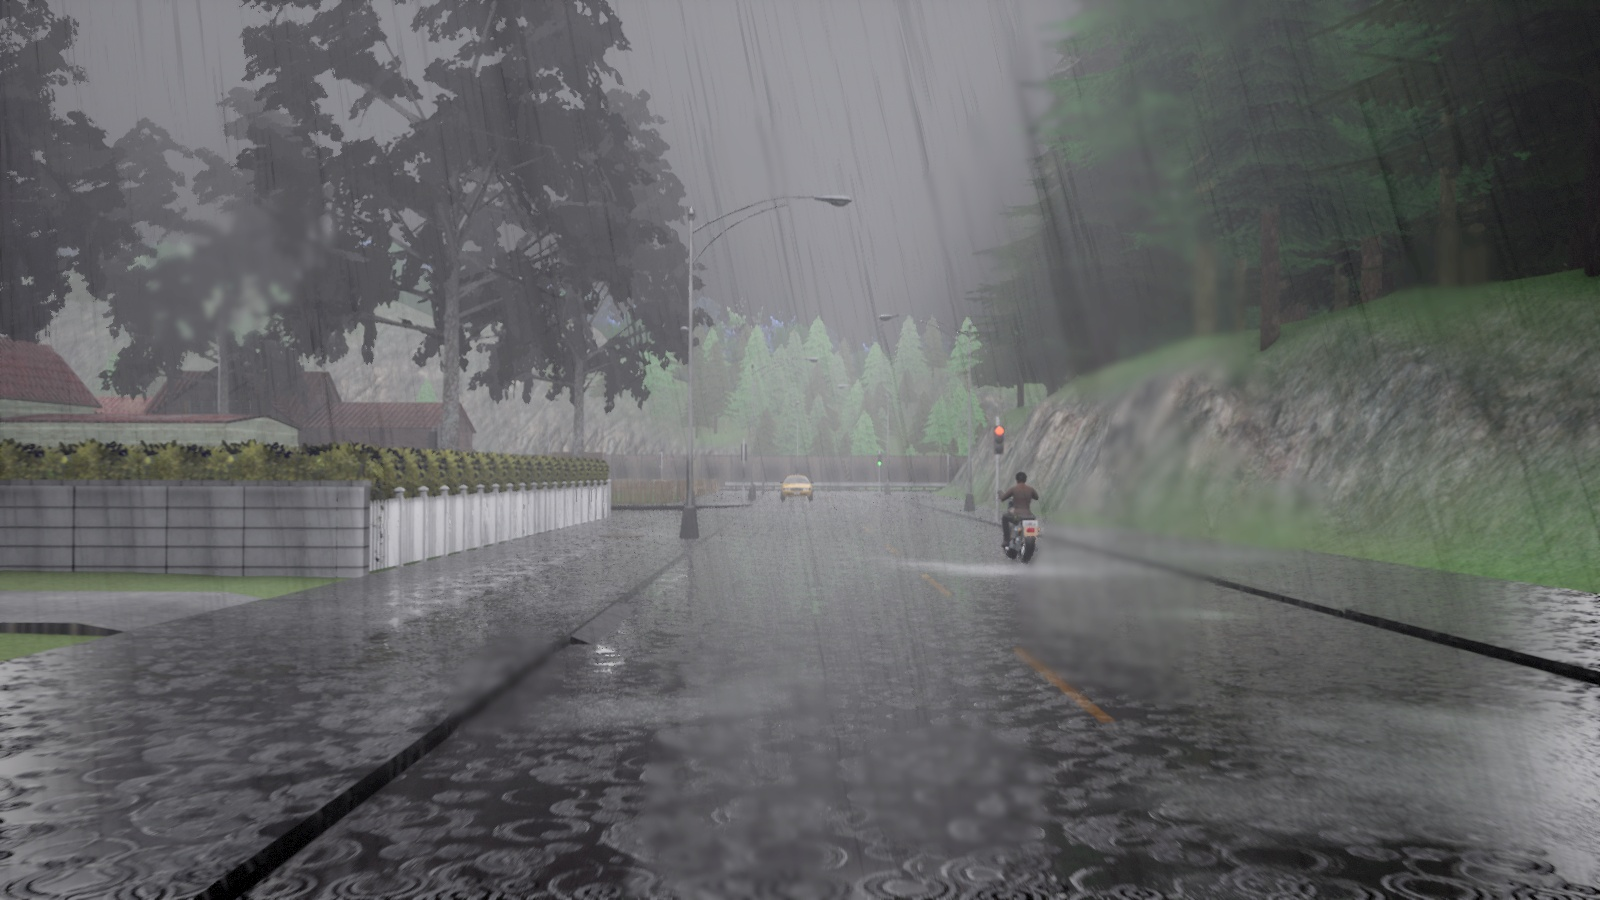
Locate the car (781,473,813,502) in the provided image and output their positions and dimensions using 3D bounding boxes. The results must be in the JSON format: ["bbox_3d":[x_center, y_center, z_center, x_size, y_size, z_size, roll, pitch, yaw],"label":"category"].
[{"bbox_3d":[-0.170,2.136,72.764,1.801,1.575,5.366,0,-1,0],"label":"car"}]

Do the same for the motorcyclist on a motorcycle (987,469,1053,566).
[{"bbox_3d":[3.947,1.183,22.701,0.766,1.649,2.350,0,-1,0],"label":"motorcyclist on a motorcycle"}]
